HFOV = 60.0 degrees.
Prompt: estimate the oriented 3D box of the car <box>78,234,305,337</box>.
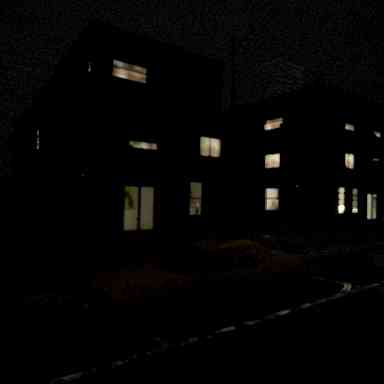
[{"bbox_3d":[0.283,1.568,6.704,4.829,1.417,1.752,1,1,-35],"label":"car"}]
